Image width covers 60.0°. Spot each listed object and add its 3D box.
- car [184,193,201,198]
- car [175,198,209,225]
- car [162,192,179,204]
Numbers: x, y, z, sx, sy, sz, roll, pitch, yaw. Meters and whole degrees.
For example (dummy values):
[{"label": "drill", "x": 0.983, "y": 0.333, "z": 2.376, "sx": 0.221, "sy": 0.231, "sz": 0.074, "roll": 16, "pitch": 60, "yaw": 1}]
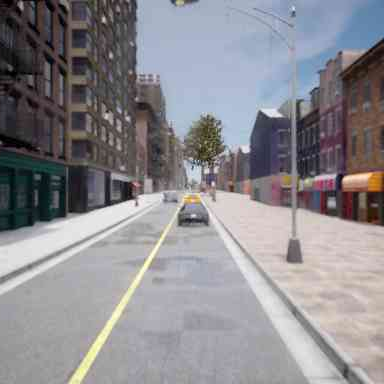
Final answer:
[{"label": "car", "x": 0.097, "y": 0.826, "z": 39.178, "sx": 1.882, "sy": 1.535, "sz": 5.008, "roll": 0, "pitch": 2, "yaw": 0}, {"label": "car", "x": 0.095, "y": 1.346, "z": 21.967, "sx": 1.994, "sy": 1.385, "sz": 4.181, "roll": 0, "pitch": 1, "yaw": 0}, {"label": "car", "x": -2.804, "y": 0.747, "z": 43.759, "sx": 1.812, "sy": 1.442, "sz": 4.674, "roll": 0, "pitch": 1, "yaw": 0}]
